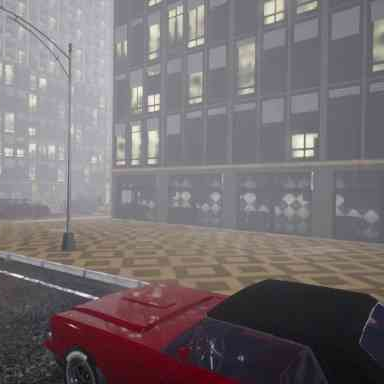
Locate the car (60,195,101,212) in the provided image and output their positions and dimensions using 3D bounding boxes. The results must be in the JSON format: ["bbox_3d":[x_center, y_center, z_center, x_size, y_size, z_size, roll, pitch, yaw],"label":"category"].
[{"bbox_3d":[-14.032,1.425,42.795,2.150,2.045,5.566,1,0,37],"label":"car"}]

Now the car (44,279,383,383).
[{"bbox_3d":[0.625,1.600,3.241,4.718,1.301,1.895,0,0,36],"label":"car"}]

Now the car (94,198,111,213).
[{"bbox_3d":[-8.949,1.828,39.957,1.752,1.417,4.829,1,0,37],"label":"car"}]

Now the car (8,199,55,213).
[{"bbox_3d":[-19.244,1.641,40.143,1.752,1.417,4.829,1,0,37],"label":"car"}]

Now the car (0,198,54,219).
[{"bbox_3d":[-15.766,1.517,30.760,2.192,1.841,5.009,1,0,37],"label":"car"}]
